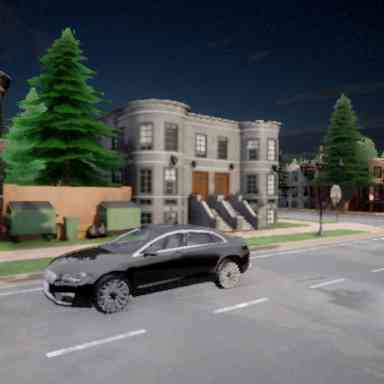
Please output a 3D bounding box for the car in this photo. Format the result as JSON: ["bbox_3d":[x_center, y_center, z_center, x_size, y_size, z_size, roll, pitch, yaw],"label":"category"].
[{"bbox_3d":[-0.771,1.533,7.744,4.902,1.511,2.128,1,0,-36],"label":"car"}]
